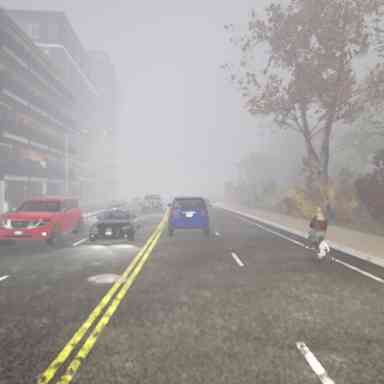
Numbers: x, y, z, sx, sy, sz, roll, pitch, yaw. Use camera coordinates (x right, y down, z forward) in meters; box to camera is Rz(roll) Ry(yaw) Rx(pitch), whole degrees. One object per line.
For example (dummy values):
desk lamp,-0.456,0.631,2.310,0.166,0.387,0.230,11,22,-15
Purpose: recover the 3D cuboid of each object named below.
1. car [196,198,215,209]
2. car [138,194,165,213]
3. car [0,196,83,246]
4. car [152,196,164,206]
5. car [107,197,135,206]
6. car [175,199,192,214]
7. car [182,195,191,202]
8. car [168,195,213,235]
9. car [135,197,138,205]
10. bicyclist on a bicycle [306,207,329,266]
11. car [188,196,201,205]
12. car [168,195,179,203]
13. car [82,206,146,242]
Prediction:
car,1.735,1.563,45.949,2.033,1.411,5.357,0,0,-4
car,-4.457,1.241,37.655,2.150,2.045,5.566,0,0,-3
car,-6.825,1.236,15.709,2.150,2.045,5.566,0,0,-1
car,-5.720,1.527,56.313,1.837,1.490,4.892,0,0,-4
car,-7.525,1.514,34.047,2.128,1.511,4.902,0,0,-3
car,-0.998,1.543,37.360,1.812,1.442,4.674,0,0,-3
car,-1.301,1.534,78.224,1.812,1.442,4.674,0,0,-7
car,-0.209,1.233,18.928,2.150,2.045,5.566,0,0,-2
car,-8.737,1.551,53.236,1.812,1.442,4.674,0,0,-4
bicyclist on a bicycle,4.023,1.375,10.746,0.659,1.776,1.843,0,0,-1
car,0.381,1.491,62.213,1.882,1.535,5.008,0,0,-5
car,-4.039,1.541,73.453,2.128,1.511,4.902,0,0,-6
car,-3.596,1.576,16.210,1.994,1.385,4.181,0,0,-1
